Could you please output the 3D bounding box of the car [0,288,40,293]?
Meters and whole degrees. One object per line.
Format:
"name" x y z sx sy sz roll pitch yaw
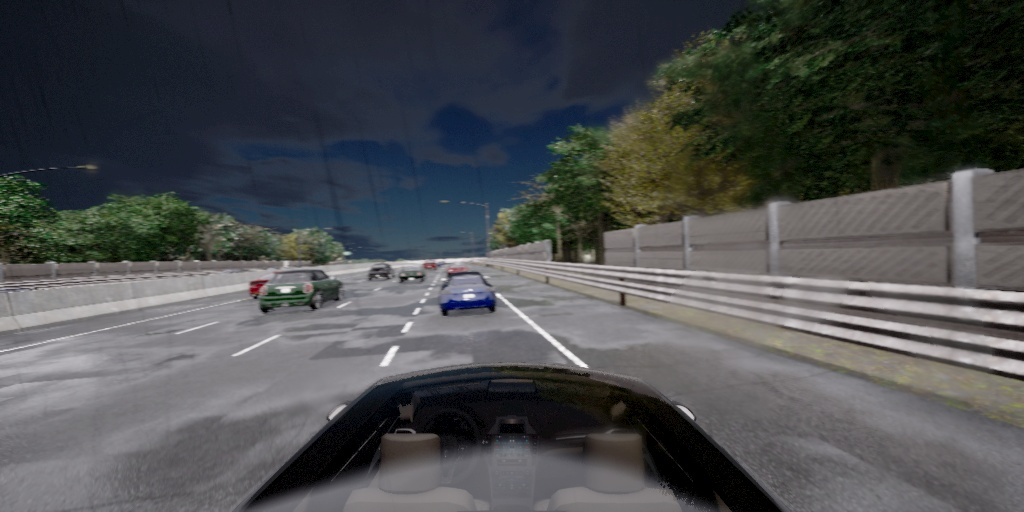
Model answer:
"car" -23.679 2.199 16.407 2.033 1.411 5.357 -3 1 -10

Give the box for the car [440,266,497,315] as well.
"car" -1.764 1.289 13.858 1.994 1.385 4.181 -3 1 -10

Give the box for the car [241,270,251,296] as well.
"car" -13.741 1.643 21.701 1.882 1.535 5.008 -3 1 -10

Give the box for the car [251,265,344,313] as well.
"car" -9.264 1.379 16.191 2.097 1.767 4.553 -3 1 -10

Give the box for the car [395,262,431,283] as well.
"car" -8.095 1.435 29.663 1.895 1.301 4.718 -3 1 -10

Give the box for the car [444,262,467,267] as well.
"car" -4.937 1.269 32.579 1.895 1.301 4.718 -3 1 -9

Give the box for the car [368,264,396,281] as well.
"car" -12.284 1.480 34.015 1.837 1.490 4.892 -3 1 -10

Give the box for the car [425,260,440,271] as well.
"car" -11.982 1.349 52.544 1.882 1.535 5.008 -3 0 -10
